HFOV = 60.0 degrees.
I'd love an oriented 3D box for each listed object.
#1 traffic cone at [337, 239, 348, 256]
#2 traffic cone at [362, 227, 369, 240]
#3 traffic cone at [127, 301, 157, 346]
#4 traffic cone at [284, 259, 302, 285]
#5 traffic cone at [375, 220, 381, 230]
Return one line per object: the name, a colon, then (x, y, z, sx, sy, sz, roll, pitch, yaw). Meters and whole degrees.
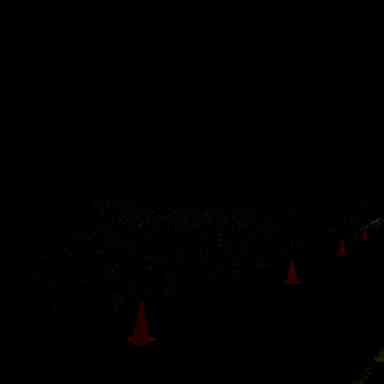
traffic cone: (5.471, 2.003, 12.102, 0.340, 0.580, 0.340, 0, 0, 36)
traffic cone: (8.405, 2.008, 16.151, 0.340, 0.580, 0.340, 0, 0, 36)
traffic cone: (-0.777, 1.988, 5.139, 0.340, 0.580, 0.340, 0, 0, -41)
traffic cone: (2.545, 1.996, 8.403, 0.340, 0.580, 0.340, 0, 0, 42)
traffic cone: (11.339, 2.011, 20.201, 0.340, 0.580, 0.340, 0, 0, 36)
